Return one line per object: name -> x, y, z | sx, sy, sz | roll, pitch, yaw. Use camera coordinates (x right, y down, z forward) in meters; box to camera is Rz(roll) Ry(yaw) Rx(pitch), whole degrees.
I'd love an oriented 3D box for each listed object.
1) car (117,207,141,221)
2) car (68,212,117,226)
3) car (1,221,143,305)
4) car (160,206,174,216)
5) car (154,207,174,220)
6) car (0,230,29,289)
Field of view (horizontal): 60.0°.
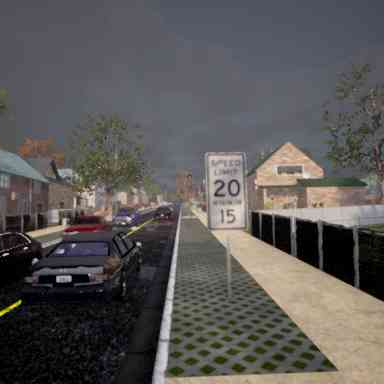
car -> -5.971, 2.178, 30.775 | 2.097, 1.767, 4.553 | -1, -1, -2
car -> -5.603, 2.025, 18.211 | 1.812, 1.442, 4.674 | -1, -2, -2
car -> -2.467, 1.736, 8.713 | 2.033, 1.411, 5.357 | -1, -1, -2
car -> -3.685, 2.837, 49.354 | 1.895, 1.301, 4.718 | -1, -1, -2
car -> -3.332, 2.449, 38.915 | 1.882, 1.535, 5.008 | -1, -1, -1
car -> -5.335, 1.739, 8.031 | 1.837, 1.490, 4.892 | -1, -1, -1
